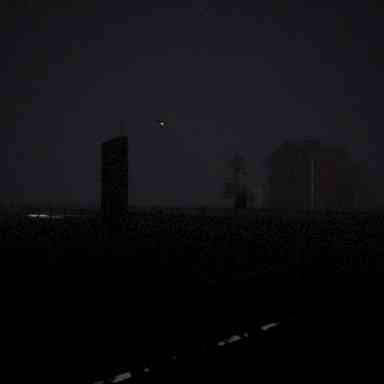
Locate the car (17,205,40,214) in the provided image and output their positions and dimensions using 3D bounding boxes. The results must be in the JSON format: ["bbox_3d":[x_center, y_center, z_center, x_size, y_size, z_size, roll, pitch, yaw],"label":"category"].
[{"bbox_3d":[-23.351,2.461,47.529,1.895,1.301,4.718,0,-1,-43],"label":"car"}]
